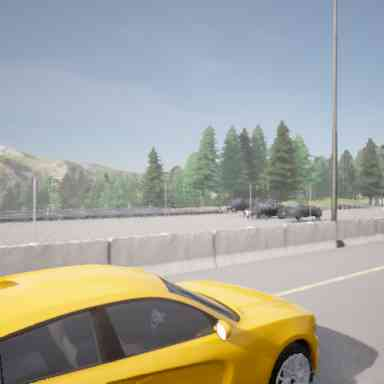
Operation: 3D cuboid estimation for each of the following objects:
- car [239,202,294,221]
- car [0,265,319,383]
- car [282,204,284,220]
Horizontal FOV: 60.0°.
[{"bbox_3d":[6.841,1.673,30.251,4.902,1.511,2.128,1,0,-36],"label":"car"},{"bbox_3d":[-0.823,1.482,3.161,5.008,1.535,1.882,0,0,-36],"label":"car"},{"bbox_3d":[8.875,1.526,27.403,4.181,1.385,1.994,1,0,-36],"label":"car"}]
